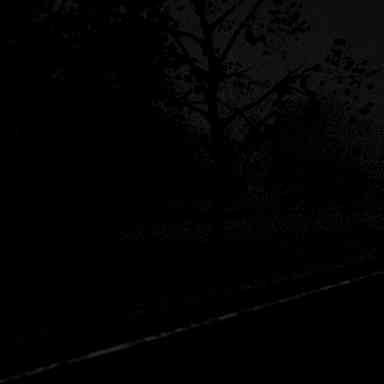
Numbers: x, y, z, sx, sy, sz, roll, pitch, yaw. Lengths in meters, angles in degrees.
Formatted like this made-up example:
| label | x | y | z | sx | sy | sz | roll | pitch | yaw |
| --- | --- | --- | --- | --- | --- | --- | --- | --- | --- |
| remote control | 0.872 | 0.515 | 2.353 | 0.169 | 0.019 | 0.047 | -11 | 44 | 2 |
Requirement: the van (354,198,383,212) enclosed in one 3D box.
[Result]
| label | x | y | z | sx | sy | sz | roll | pitch | yaw |
| --- | --- | --- | --- | --- | --- | --- | --- | --- | --- |
| van | 24.952 | 1.786 | 46.294 | 1.878 | 1.987 | 4.442 | 2 | -1 | -35 |
